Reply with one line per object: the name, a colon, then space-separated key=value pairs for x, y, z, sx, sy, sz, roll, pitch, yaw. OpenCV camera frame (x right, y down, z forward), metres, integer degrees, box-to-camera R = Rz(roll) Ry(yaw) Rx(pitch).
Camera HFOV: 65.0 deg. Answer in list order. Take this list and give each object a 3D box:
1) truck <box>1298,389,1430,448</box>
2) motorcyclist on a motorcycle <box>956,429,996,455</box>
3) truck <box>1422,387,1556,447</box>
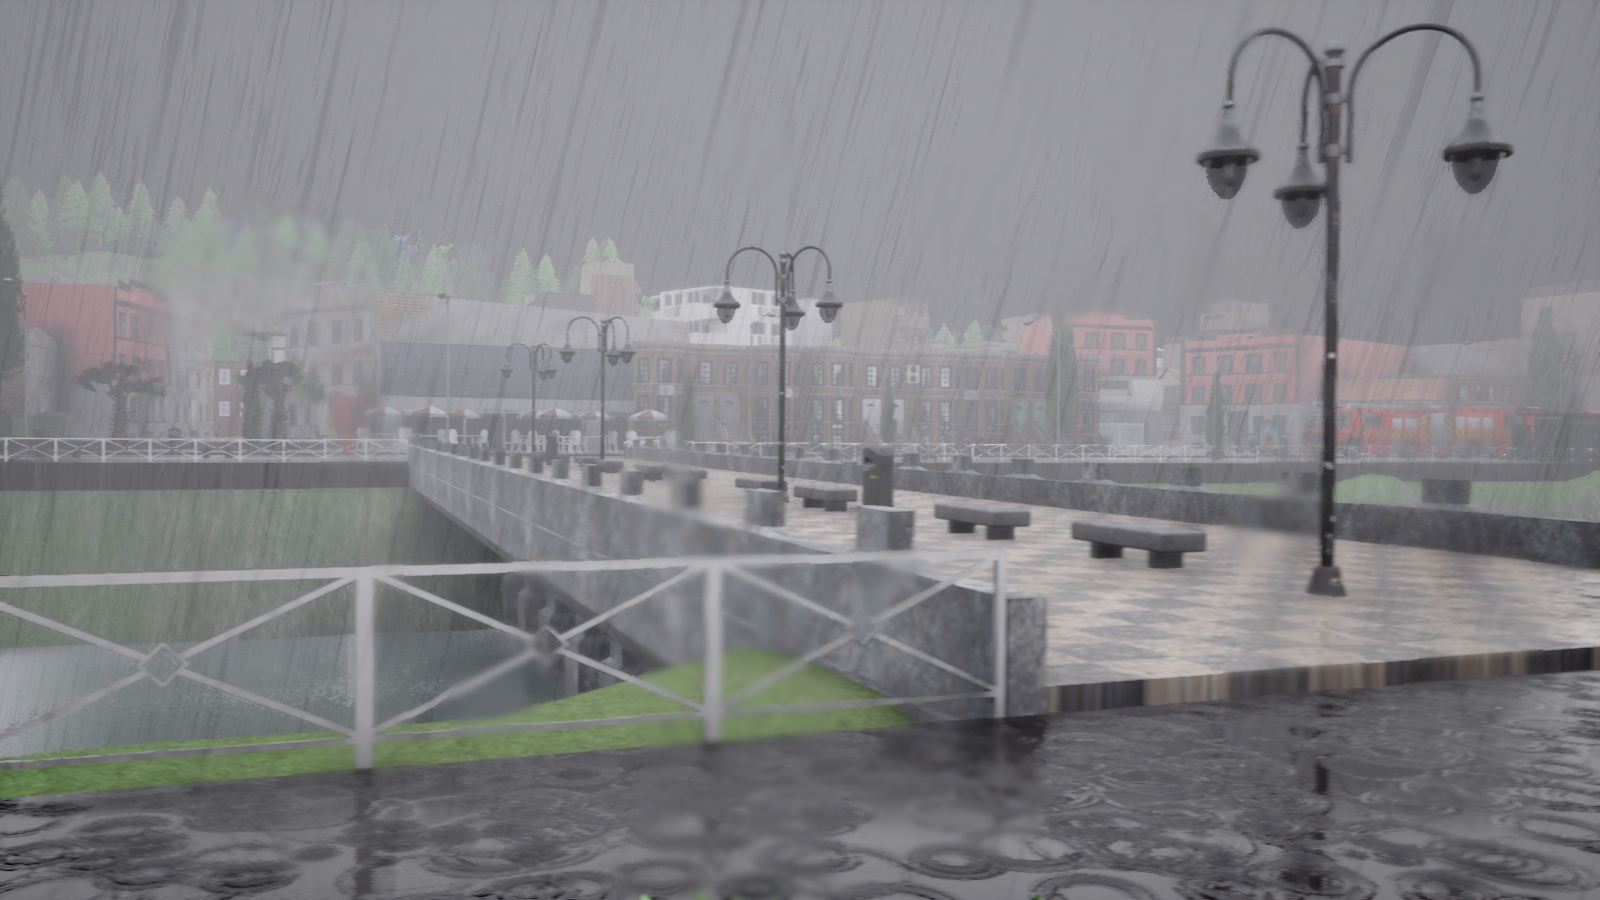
truck: x=37.792 y=-2.144 z=84.096 sx=8.468 sy=3.827 sz=2.891 roll=-1 pitch=1 yaw=-21
motorcyclist on a motorcycle: x=10.309 y=-0.477 z=73.668 sx=2.191 sy=1.530 sz=0.866 roll=-1 pitch=1 yaw=-21
truck: x=45.401 y=-2.204 z=82.710 sx=8.468 sy=3.827 sz=2.891 roll=-1 pitch=1 yaw=-21
